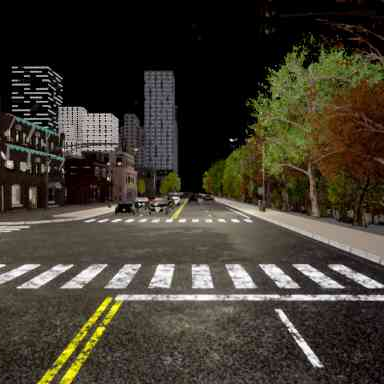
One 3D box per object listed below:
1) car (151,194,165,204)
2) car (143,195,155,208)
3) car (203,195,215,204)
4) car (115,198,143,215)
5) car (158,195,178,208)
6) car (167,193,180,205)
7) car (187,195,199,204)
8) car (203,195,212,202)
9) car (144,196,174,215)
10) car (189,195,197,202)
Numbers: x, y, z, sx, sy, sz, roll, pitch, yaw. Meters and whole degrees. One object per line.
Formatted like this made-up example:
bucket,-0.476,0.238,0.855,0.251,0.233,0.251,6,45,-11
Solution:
car,-6.437,1.328,62.632,2.097,1.767,4.553,0,0,1
car,-6.512,1.477,42.820,2.128,1.511,4.902,0,0,0
car,3.468,1.467,64.005,2.128,1.511,4.902,0,0,0
car,-6.531,1.553,33.943,1.994,1.385,4.181,0,0,0
car,-3.253,1.490,44.493,1.837,1.490,4.892,0,0,0
car,-3.216,1.201,55.218,2.150,2.045,5.566,0,0,1
car,0.216,1.478,63.069,1.837,1.490,4.892,0,-1,0
car,3.385,1.448,74.274,1.882,1.535,5.008,0,0,0
car,-3.279,1.481,34.251,2.128,1.511,4.902,0,0,0
car,0.150,1.493,75.609,1.812,1.442,4.674,0,0,0
